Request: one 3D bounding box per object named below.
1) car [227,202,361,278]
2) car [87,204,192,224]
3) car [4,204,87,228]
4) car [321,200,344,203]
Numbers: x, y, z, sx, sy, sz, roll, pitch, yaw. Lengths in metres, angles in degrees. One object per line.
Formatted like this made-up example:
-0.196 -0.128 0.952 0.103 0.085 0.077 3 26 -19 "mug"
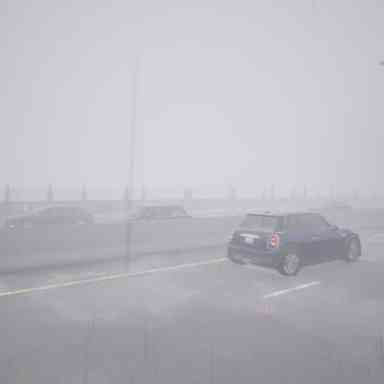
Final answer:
3.315 1.358 10.450 4.553 1.767 2.097 0 0 -36 "car"
-2.123 1.364 15.397 4.553 1.767 2.097 0 0 -36 "car"
-8.274 1.523 19.599 4.892 1.490 1.837 0 0 -36 "car"
12.448 1.493 30.163 5.008 1.535 1.882 0 0 -35 "car"
